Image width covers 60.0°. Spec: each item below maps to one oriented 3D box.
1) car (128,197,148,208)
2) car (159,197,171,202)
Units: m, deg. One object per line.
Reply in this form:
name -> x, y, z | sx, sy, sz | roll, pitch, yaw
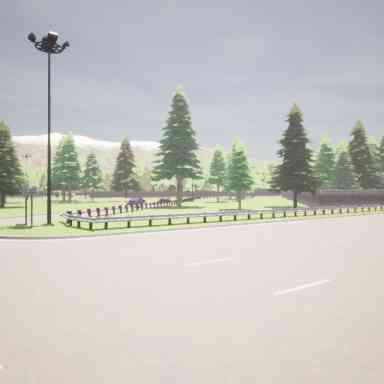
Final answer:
car -> -7.919, 1.525, 48.529 | 1.812, 1.442, 4.674 | 0, 0, 9
car -> -5.648, 1.601, 69.805 | 1.895, 1.301, 4.718 | 0, 0, 5
